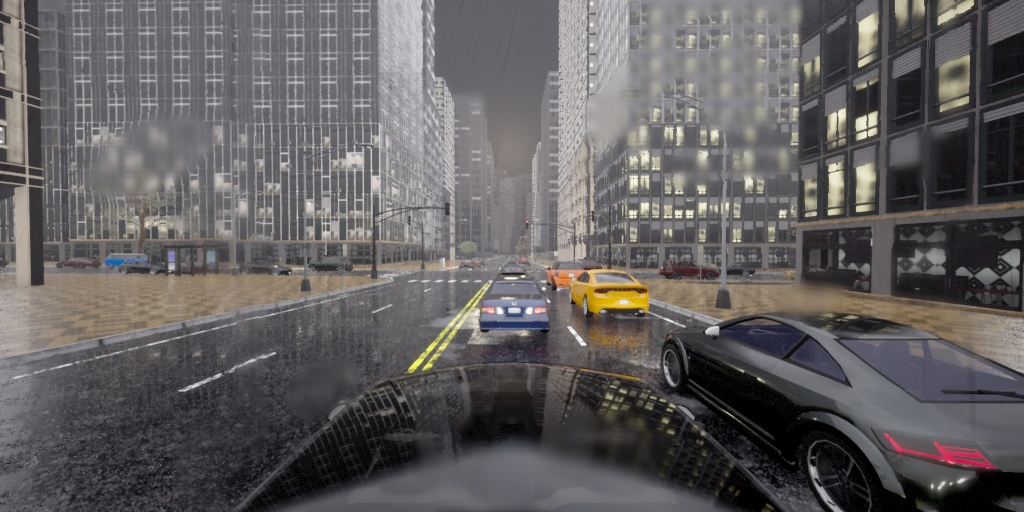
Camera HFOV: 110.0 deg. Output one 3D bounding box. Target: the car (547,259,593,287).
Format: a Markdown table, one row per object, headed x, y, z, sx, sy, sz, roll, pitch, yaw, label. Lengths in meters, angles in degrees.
| x | y | z | sx | sy | sz | roll | pitch | yaw | label |
| --- | --- | --- | --- | --- | --- | --- | --- | --- | --- |
| 3.305 | 1.091 | 22.147 | 2.097 | 1.767 | 4.553 | 0 | 0 | 0 | car |

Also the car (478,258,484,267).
| x | y | z | sx | sy | sz | roll | pitch | yaw | label |
| --- | --- | --- | --- | --- | --- | --- | --- | --- | --- |
| -6.697 | 1.051 | 64.259 | 2.097 | 1.767 | 4.553 | 0 | 0 | 0 | car |

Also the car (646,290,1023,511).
| x | y | z | sx | sy | sz | roll | pitch | yaw | label |
| --- | --- | --- | --- | --- | --- | --- | --- | --- | --- |
| 3.339 | 1.313 | 4.057 | 1.994 | 1.385 | 4.181 | 0 | 0 | 0 | car |

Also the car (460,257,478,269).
| x | y | z | sx | sy | sz | roll | pitch | yaw | label |
| --- | --- | --- | --- | --- | --- | --- | --- | --- | --- |
| -6.706 | 1.275 | 54.258 | 1.994 | 1.385 | 4.181 | 0 | 0 | 0 | car |

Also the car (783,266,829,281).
| x | y | z | sx | sy | sz | roll | pitch | yaw | label |
| --- | --- | --- | --- | --- | --- | --- | --- | --- | --- |
| 27.575 | 1.577 | 32.681 | 4.829 | 1.417 | 1.751 | 0 | 0 | 1 | car |

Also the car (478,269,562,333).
| x | y | z | sx | sy | sz | roll | pitch | yaw | label |
| --- | --- | --- | --- | --- | --- | --- | --- | --- | --- |
| 0.080 | 1.293 | 10.735 | 2.033 | 1.411 | 5.357 | 0 | 0 | 1 | car |

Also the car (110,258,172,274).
| x | y | z | sx | sy | sz | roll | pitch | yaw | label |
| --- | --- | --- | --- | --- | --- | --- | --- | --- | --- |
| -34.165 | 1.067 | 33.578 | 4.313 | 1.339 | 1.948 | 0 | 0 | 1 | car |

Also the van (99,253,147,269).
| x | y | z | sx | sy | sz | roll | pitch | yaw | label |
| --- | --- | --- | --- | --- | --- | --- | --- | --- | --- |
| -45.376 | 0.602 | 42.214 | 3.998 | 1.789 | 1.690 | 0 | 0 | 1 | van |

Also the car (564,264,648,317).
| x | y | z | sx | sy | sz | roll | pitch | yaw | label |
| --- | --- | --- | --- | --- | --- | --- | --- | --- | --- |
| 3.325 | 1.222 | 13.142 | 1.882 | 1.535 | 5.008 | 0 | 0 | 0 | car |

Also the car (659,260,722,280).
| x | y | z | sx | sy | sz | roll | pitch | yaw | label |
| --- | --- | --- | --- | --- | --- | --- | --- | --- | --- |
| 16.126 | 1.267 | 32.853 | 5.009 | 1.841 | 2.192 | 0 | 0 | 1 | car |

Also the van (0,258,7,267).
| x | y | z | sx | sy | sz | roll | pitch | yaw | label |
| --- | --- | --- | --- | --- | --- | --- | --- | --- | --- |
| -51.211 | 0.685 | 33.939 | 3.998 | 1.789 | 1.690 | 0 | 0 | 1 | van |

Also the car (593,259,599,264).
| x | y | z | sx | sy | sz | roll | pitch | yaw | label |
| --- | --- | --- | --- | --- | --- | --- | --- | --- | --- |
| 7.384 | 1.133 | 38.753 | 4.553 | 1.767 | 2.097 | 0 | 1 | 1 | car |

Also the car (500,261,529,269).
| x | y | z | sx | sy | sz | roll | pitch | yaw | label |
| --- | --- | --- | --- | --- | --- | --- | --- | --- | --- |
| 0.059 | 1.231 | 20.488 | 2.128 | 1.511 | 4.902 | 0 | 0 | 0 | car |

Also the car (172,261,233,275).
| x | y | z | sx | sy | sz | roll | pitch | yaw | label |
| --- | --- | --- | --- | --- | --- | --- | --- | --- | --- |
| -28.484 | 1.136 | 33.417 | 4.207 | 1.307 | 1.802 | 0 | 0 | 1 | car |

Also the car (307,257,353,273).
| x | y | z | sx | sy | sz | roll | pitch | yaw | label |
| --- | --- | --- | --- | --- | --- | --- | --- | --- | --- |
| -19.899 | 0.887 | 39.148 | 4.553 | 1.767 | 2.097 | 0 | 1 | 1 | car |

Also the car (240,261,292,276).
| x | y | z | sx | sy | sz | roll | pitch | yaw | label |
| --- | --- | --- | --- | --- | --- | --- | --- | --- | --- |
| -22.800 | 1.172 | 33.296 | 4.313 | 1.339 | 1.948 | 0 | 0 | 1 | car |

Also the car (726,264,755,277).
| x | y | z | sx | sy | sz | roll | pitch | yaw | label |
| --- | --- | --- | --- | --- | --- | --- | --- | --- | --- |
| 23.235 | 1.521 | 38.524 | 4.718 | 1.301 | 1.895 | 0 | 1 | 1 | car |
